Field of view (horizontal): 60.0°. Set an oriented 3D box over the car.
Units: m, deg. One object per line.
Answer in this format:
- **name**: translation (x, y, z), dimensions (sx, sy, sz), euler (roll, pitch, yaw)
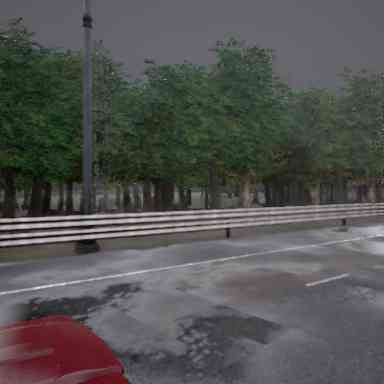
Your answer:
- **car**: translation (-2.661, 1.598, 1.866), dimensions (4.718, 1.301, 1.895), euler (0, 0, -36)
